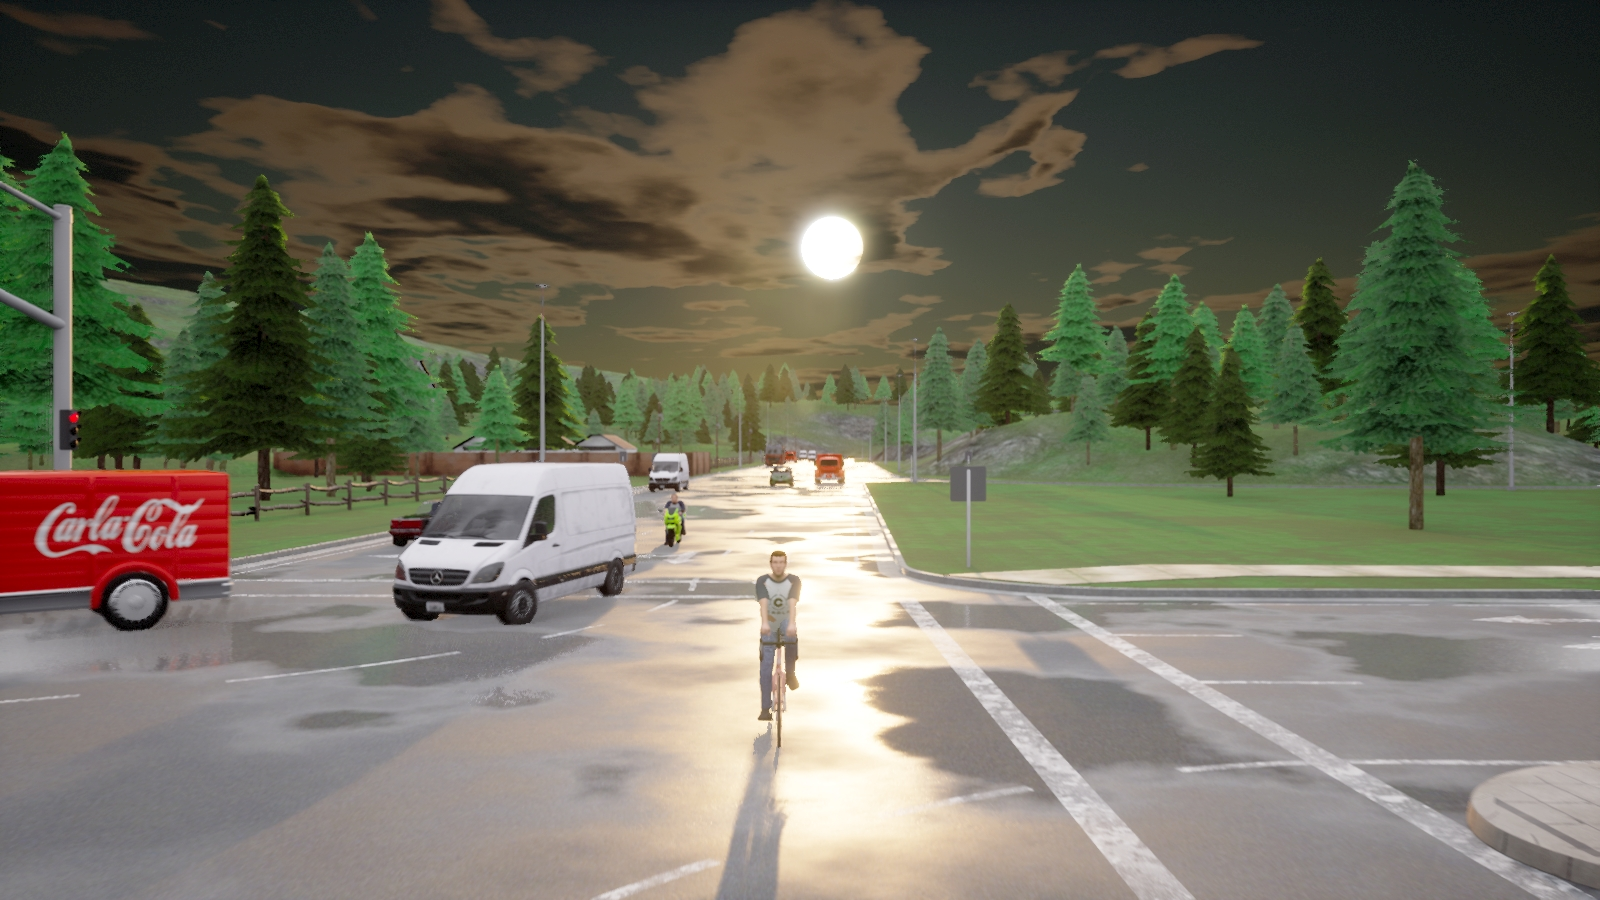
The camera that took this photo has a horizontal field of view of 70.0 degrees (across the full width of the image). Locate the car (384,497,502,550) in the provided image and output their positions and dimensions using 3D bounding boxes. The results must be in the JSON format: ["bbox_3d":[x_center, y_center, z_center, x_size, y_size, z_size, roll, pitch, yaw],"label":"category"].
[{"bbox_3d":[-10.606,2.148,34.335,1.895,1.301,4.718,0,0,2],"label":"car"}]

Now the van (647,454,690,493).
[{"bbox_3d":[-8.819,1.521,77.018,1.988,2.561,5.915,0,0,2],"label":"van"}]

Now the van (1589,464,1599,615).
[{"bbox_3d":[16.571,1.530,18.686,5.915,2.561,1.988,0,0,2],"label":"van"}]

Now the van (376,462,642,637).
[{"bbox_3d":[-4.884,1.530,20.362,1.988,2.561,5.915,1,0,14],"label":"van"}]

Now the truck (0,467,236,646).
[{"bbox_3d":[-11.900,1.560,17.727,5.204,2.467,2.627,0,1,-39],"label":"truck"}]

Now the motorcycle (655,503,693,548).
[{"bbox_3d":[-3.644,2.180,33.295,0.803,1.199,2.033,0,0,2],"label":"motorcycle"}]

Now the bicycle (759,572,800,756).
[{"bbox_3d":[-0.212,2.054,11.311,0.373,1.496,1.643,0,0,-2],"label":"bicycle"}]
